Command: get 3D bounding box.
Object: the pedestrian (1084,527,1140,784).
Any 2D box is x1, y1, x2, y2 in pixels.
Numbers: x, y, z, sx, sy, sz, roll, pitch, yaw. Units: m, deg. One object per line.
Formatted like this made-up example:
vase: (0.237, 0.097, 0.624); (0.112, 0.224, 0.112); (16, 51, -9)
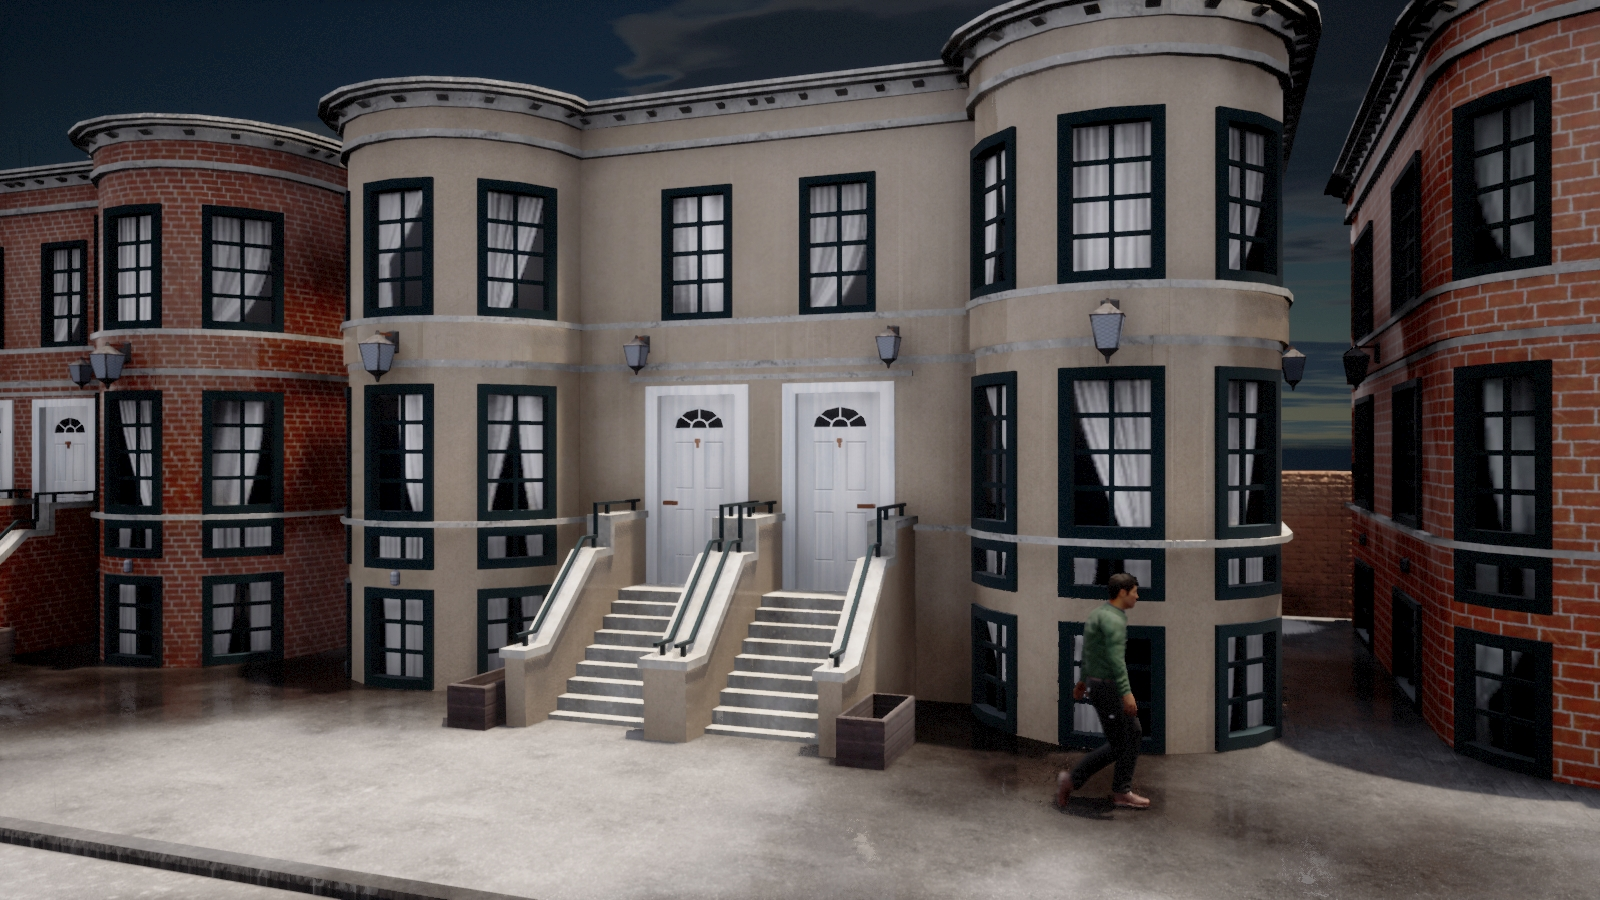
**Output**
pedestrian: (2.346, 1.525, 8.615); (0.375, 1.860, 0.375); (0, 0, 10)
